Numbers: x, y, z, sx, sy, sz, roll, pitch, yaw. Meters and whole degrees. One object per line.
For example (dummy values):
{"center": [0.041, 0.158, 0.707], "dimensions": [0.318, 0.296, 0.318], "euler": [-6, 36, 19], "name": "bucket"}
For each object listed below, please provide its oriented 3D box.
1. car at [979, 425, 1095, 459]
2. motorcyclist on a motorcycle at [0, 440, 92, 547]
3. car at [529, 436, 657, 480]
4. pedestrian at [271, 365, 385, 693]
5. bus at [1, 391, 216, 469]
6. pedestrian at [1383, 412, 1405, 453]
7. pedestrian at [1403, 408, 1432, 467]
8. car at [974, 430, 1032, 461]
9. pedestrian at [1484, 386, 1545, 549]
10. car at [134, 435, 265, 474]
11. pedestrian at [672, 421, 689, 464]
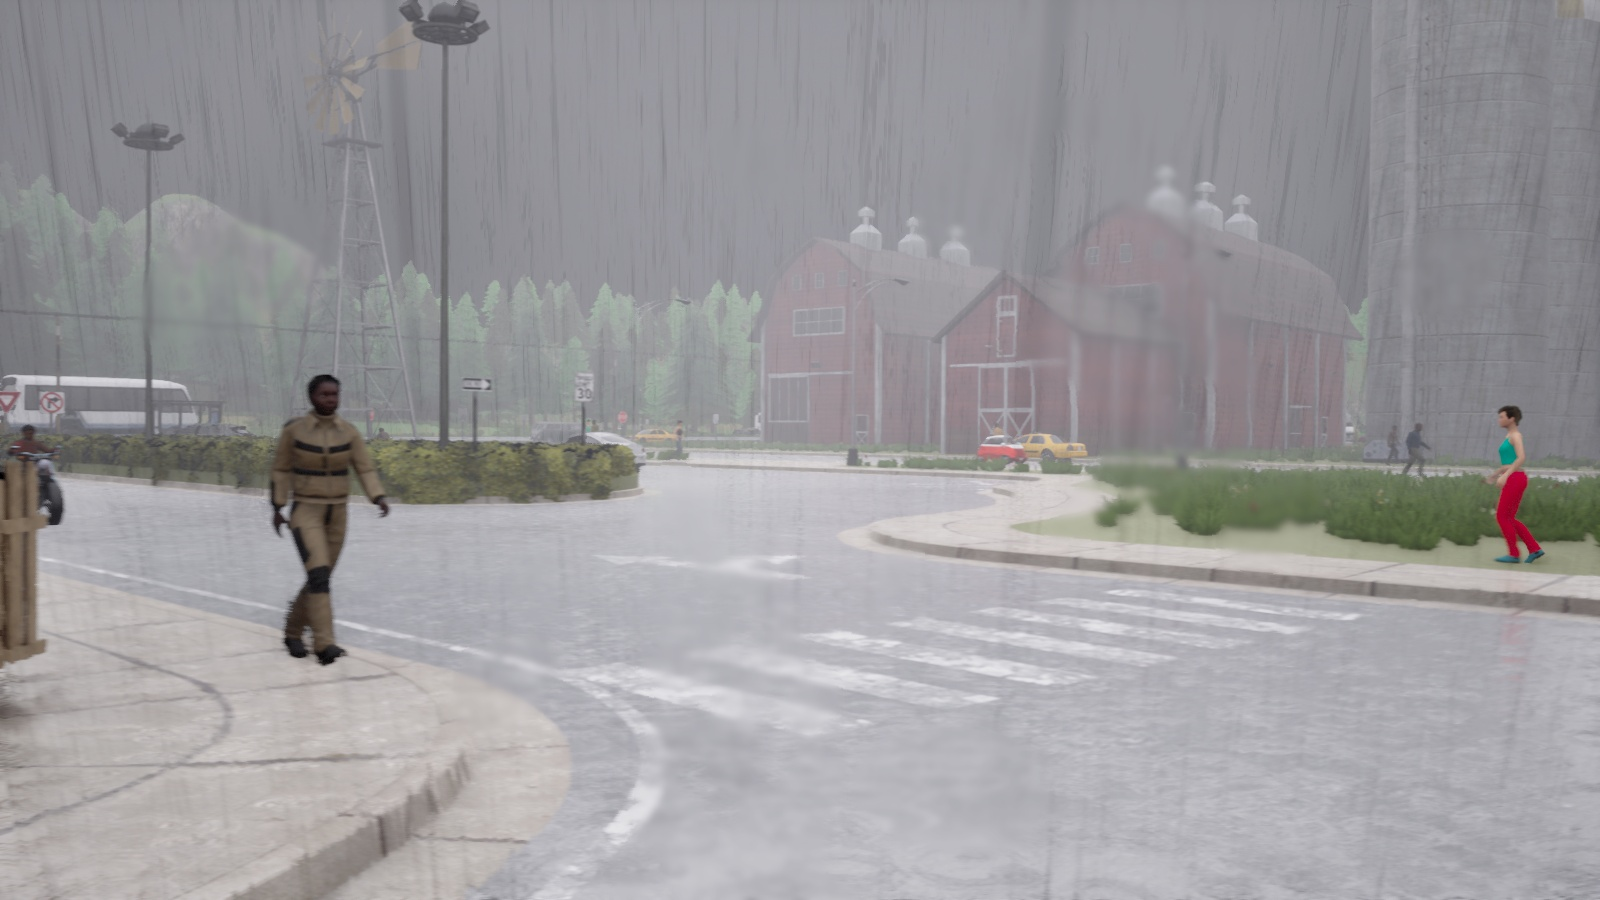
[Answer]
{"center": [11.599, -0.405, 61.714], "dimensions": [5.366, 1.575, 1.801], "euler": [0, 1, 41], "name": "car"}
{"center": [-12.401, 0.663, 20.445], "dimensions": [2.350, 1.649, 0.766], "euler": [0, 2, 42], "name": "motorcyclist on a motorcycle"}
{"center": [-7.259, 0.257, 43.739], "dimensions": [4.674, 1.442, 1.812], "euler": [0, 1, 41], "name": "car"}
{"center": [-2.922, 0.462, 7.766], "dimensions": [0.396, 1.930, 0.692], "euler": [-2, 1, -42], "name": "pedestrian"}
{"center": [-40.376, -1.221, 73.743], "dimensions": [3.944, 4.253, 10.273], "euler": [0, 1, 42], "name": "bus"}
{"center": [26.348, -0.786, 55.709], "dimensions": [0.328, 1.805, 0.869], "euler": [-1, 1, -32], "name": "pedestrian"}
{"center": [19.359, -0.401, 39.371], "dimensions": [0.726, 1.835, 0.370], "euler": [0, 1, 40], "name": "pedestrian"}
{"center": [9.519, -0.211, 58.890], "dimensions": [2.207, 1.376, 1.481], "euler": [0, 1, 41], "name": "car"}
{"center": [8.192, 0.192, 14.402], "dimensions": [0.594, 1.836, 0.345], "euler": [0, 1, 28], "name": "pedestrian"}
{"center": [-26.865, 0.208, 56.296], "dimensions": [4.856, 1.649, 2.033], "euler": [-1, 1, 2], "name": "car"}
{"center": [-5.204, -0.329, 54.635], "dimensions": [0.594, 1.836, 0.345], "euler": [0, 1, 19], "name": "pedestrian"}
